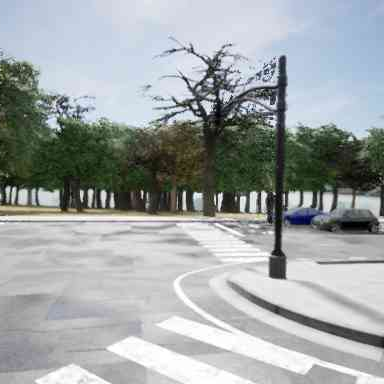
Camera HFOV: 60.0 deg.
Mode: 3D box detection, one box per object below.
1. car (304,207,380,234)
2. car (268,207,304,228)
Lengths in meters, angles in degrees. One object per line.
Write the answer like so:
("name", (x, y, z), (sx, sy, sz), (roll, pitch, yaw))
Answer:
("car", (10.745, 1.923, 23.482), (4.553, 1.767, 2.097), (1, 1, -11))
("car", (8.495, 1.949, 26.352), (5.008, 1.535, 1.882), (1, 1, -11))
